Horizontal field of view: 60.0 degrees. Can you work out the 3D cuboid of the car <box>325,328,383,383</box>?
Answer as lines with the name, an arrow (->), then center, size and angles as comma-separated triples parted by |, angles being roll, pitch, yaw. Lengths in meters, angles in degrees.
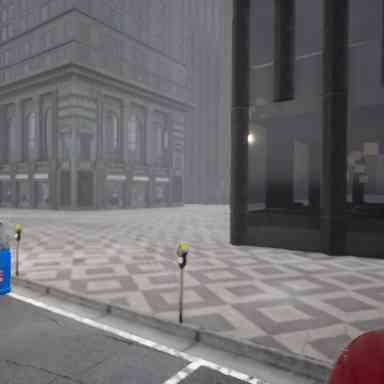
car -> 2.914, 1.314, 0.900 | 5.009, 1.841, 2.192 | 0, 1, 36

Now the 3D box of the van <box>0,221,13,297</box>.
van -> -5.361, 1.344, 6.820 | 3.998, 1.788, 1.690 | 0, 1, 36
